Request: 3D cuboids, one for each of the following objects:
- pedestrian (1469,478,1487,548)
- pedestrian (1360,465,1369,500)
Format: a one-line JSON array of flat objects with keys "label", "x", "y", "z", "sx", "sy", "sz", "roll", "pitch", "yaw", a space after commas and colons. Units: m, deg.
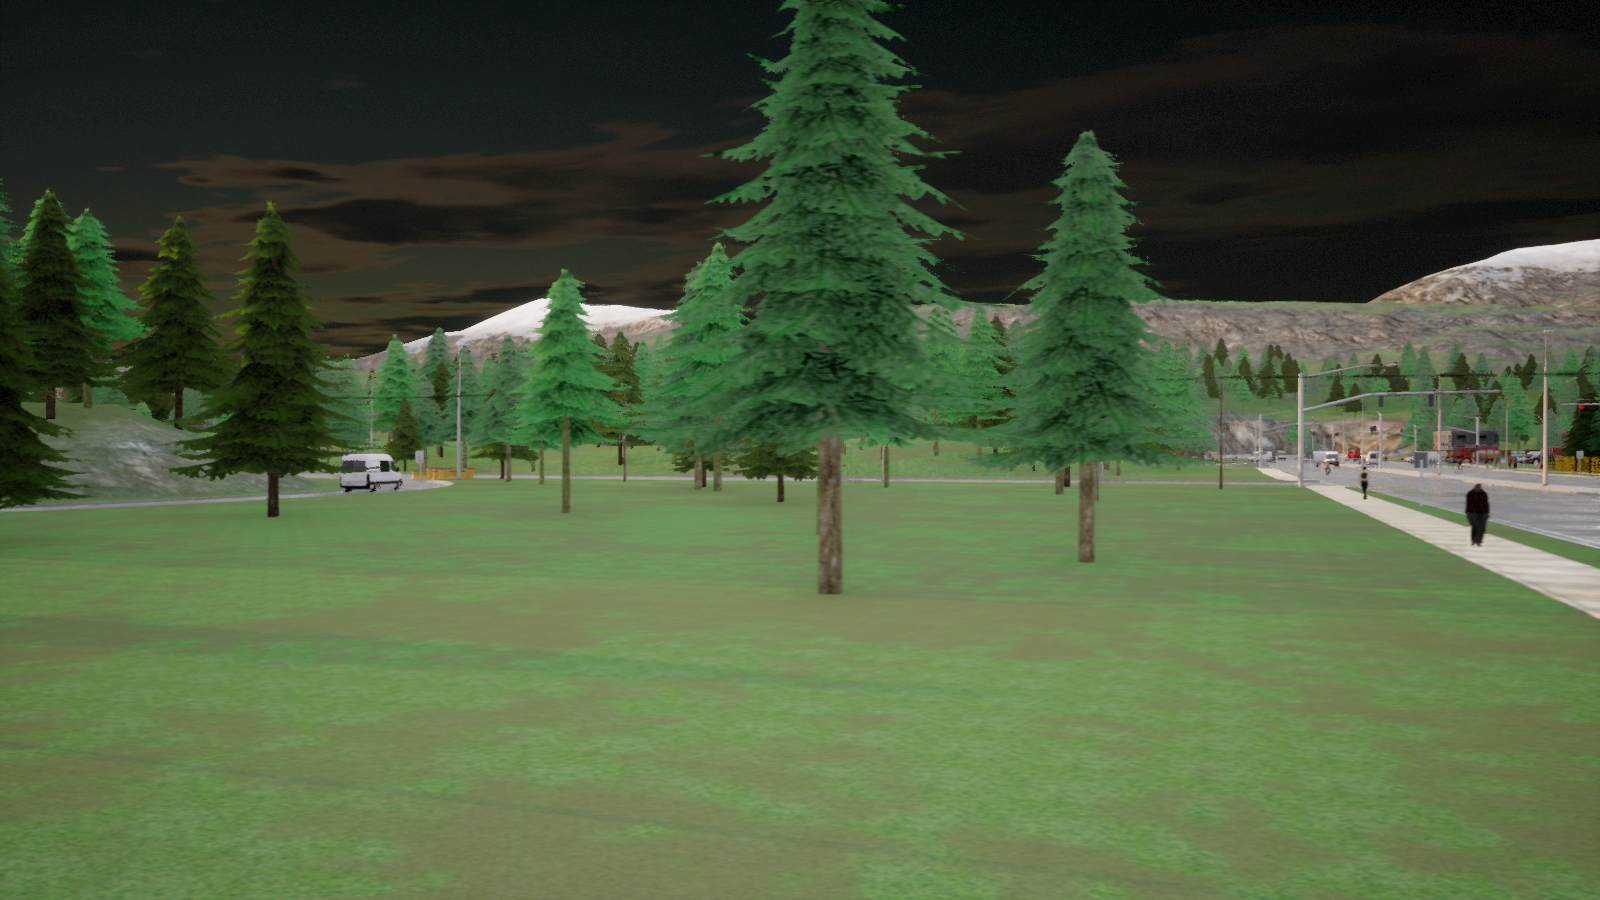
[{"label": "pedestrian", "x": 18.387, "y": 1.698, "z": 30.985, "sx": 0.375, "sy": 1.860, "sz": 0.375, "roll": 0, "pitch": 0, "yaw": 20}, {"label": "pedestrian", "x": 29.781, "y": 1.699, "z": 60.263, "sx": 0.375, "sy": 1.860, "sz": 0.375, "roll": 0, "pitch": 0, "yaw": 20}]
